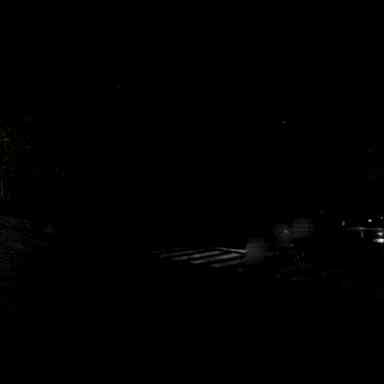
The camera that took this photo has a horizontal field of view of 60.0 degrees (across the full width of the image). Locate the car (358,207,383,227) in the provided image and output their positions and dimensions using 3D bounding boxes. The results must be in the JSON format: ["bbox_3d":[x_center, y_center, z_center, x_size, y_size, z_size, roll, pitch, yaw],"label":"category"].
[{"bbox_3d":[13.983,1.826,24.637,4.181,1.385,1.994,0,-2,-41],"label":"car"}]

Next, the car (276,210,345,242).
[{"bbox_3d":[6.521,1.763,18.144,4.902,1.511,2.128,0,-2,-41],"label":"car"}]
